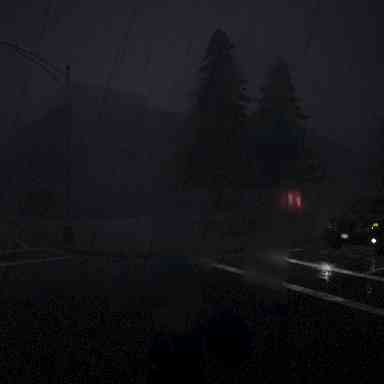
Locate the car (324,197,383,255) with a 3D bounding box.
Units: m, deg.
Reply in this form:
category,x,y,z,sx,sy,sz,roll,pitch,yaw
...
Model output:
category,x,y,z,sx,sy,sz,roll,pitch,yaw
car,7.762,1.248,13.710,5.566,2.045,2.150,0,0,-36
